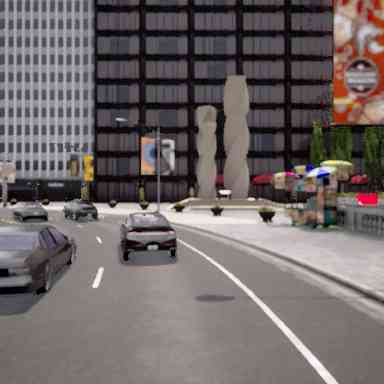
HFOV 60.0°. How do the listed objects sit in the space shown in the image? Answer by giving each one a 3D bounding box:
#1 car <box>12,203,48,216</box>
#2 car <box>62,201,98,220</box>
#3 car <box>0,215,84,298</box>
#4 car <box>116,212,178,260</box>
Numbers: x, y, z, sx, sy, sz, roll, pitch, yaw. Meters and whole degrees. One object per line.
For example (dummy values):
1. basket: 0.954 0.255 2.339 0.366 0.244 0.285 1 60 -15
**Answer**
1. car: -13.408 1.634 27.463 1.994 1.385 4.181 0 0 -39
2. car: -9.557 1.576 28.265 1.837 1.490 4.892 1 -1 -37
3. car: -4.348 1.570 8.660 2.033 1.411 5.357 0 0 -10
4. car: -1.820 1.525 12.761 2.128 1.511 4.902 0 0 -14
